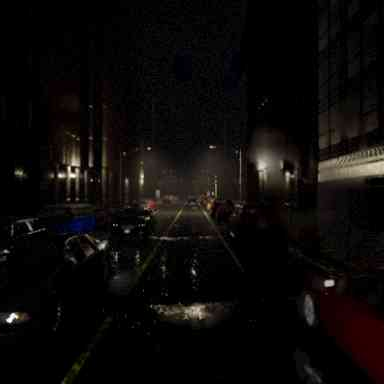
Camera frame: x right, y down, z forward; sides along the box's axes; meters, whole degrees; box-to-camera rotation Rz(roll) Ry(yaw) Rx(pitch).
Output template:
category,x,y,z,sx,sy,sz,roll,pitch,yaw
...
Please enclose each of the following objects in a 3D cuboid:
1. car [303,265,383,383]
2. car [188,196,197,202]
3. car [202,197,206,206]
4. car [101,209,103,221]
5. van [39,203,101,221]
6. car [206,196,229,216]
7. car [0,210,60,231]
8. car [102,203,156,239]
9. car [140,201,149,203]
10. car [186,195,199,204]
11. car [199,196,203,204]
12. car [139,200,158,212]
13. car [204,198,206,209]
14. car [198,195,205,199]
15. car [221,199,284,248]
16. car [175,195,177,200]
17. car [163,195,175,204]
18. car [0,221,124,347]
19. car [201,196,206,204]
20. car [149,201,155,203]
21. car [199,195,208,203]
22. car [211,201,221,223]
category,x,y,z,sx,sy,sz,roll,pitch,yaw
car,2.772,1.572,4.086,1.887,1.381,4.507,0,0,0
car,0.109,1.859,85.109,2.128,1.511,4.902,0,0,0
car,2.831,1.821,49.238,1.887,1.381,4.507,0,0,0
car,-5.731,1.714,21.033,1.802,1.307,4.206,0,0,0
van,-5.738,1.440,15.390,1.690,1.788,3.998,0,0,0
car,2.810,1.508,32.307,2.192,1.841,5.009,0,0,0
car,-5.745,1.504,9.745,1.967,1.590,4.097,0,0,0
car,-3.064,1.607,18.232,2.128,1.511,4.902,0,0,0
car,-5.716,1.759,32.322,1.947,1.339,4.313,0,0,0
car,0.096,1.907,74.949,1.837,1.490,4.892,0,0,0
car,2.845,1.898,60.524,1.947,1.339,4.313,0,0,0
car,-5.701,1.795,43.611,1.887,1.381,4.507,0,0,0
car,2.824,1.775,43.764,1.752,1.417,4.829,0,0,0
car,2.859,1.962,71.811,1.947,1.339,4.313,0,0,0
car,2.788,1.413,15.375,2.192,1.841,5.009,0,0,0
car,-5.651,1.781,83.118,2.192,1.841,5.009,0,0,0
car,-5.659,1.997,77.473,1.947,1.339,4.313,0,0,0
car,-3.079,1.594,6.962,2.033,1.411,5.357,0,0,0
car,2.838,1.829,55.051,1.752,1.417,4.829,0,0,0
car,-5.709,1.788,37.966,1.947,1.339,4.313,0,0,0
car,2.874,1.781,83.098,2.192,1.841,5.009,0,0,0
car,2.802,1.707,26.662,1.887,1.381,4.507,0,0,0
